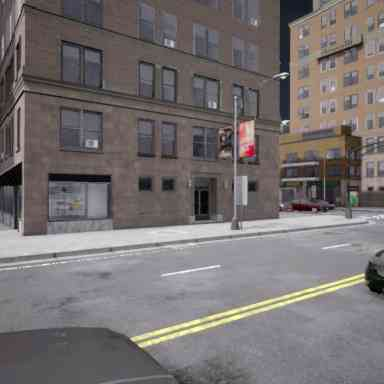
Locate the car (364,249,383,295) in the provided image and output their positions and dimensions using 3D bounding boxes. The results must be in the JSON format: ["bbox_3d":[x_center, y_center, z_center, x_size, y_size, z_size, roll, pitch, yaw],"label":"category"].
[{"bbox_3d":[5.778,1.568,7.534,4.181,1.385,1.994,0,0,-35],"label":"car"}]

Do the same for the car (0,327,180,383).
[{"bbox_3d":[-2.520,1.547,1.647,5.357,1.411,2.033,0,0,-35],"label":"car"}]

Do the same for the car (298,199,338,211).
[{"bbox_3d":[15.774,1.595,41.872,1.947,1.339,4.313,0,0,-35],"label":"car"}]

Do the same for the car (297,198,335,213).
[{"bbox_3d":[12.666,1.484,36.745,1.882,1.535,5.008,0,0,-35],"label":"car"}]

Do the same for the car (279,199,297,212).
[{"bbox_3d":[9.205,1.434,37.263,1.967,1.590,4.097,0,0,-35],"label":"car"}]
